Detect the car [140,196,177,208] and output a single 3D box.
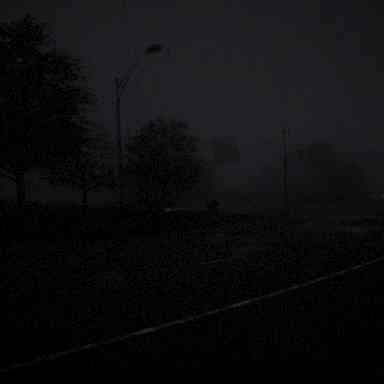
[{"bbox_3d":[-4.193,1.198,41.199,5.008,1.535,1.882,1,2,34],"label":"car"}]
